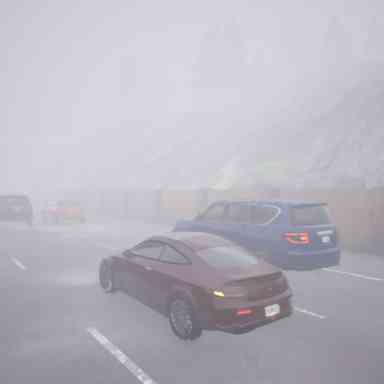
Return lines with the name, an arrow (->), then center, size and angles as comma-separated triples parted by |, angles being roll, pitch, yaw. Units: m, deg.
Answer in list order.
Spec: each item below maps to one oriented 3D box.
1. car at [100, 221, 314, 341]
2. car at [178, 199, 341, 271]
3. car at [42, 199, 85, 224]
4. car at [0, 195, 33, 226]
car -> -0.235, 1.521, 6.601 | 1.812, 1.442, 4.674 | 0, 0, -37
car -> 1.559, 1.216, 10.033 | 2.150, 2.045, 5.566 | 0, 0, -37
car -> -9.671, 1.327, 24.815 | 2.097, 1.767, 4.553 | 0, 0, -37
car -> -12.465, 1.198, 22.707 | 2.150, 2.045, 5.566 | 0, 0, -37
